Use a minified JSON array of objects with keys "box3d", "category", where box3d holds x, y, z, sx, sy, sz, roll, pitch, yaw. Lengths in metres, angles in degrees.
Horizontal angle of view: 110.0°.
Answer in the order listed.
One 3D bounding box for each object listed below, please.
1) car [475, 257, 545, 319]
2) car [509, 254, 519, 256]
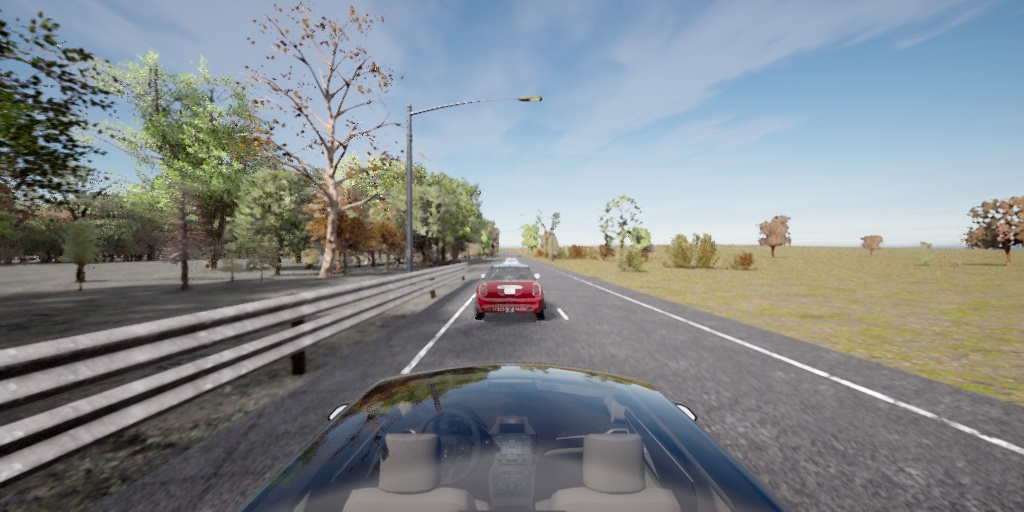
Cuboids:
[{"box3d":[-0.062,1.034,12.580,2.097,1.767,4.553,0,0,0],"category":"car"},{"box3d":[-0.057,0.843,64.769,1.812,1.442,4.674,0,0,0],"category":"car"}]
